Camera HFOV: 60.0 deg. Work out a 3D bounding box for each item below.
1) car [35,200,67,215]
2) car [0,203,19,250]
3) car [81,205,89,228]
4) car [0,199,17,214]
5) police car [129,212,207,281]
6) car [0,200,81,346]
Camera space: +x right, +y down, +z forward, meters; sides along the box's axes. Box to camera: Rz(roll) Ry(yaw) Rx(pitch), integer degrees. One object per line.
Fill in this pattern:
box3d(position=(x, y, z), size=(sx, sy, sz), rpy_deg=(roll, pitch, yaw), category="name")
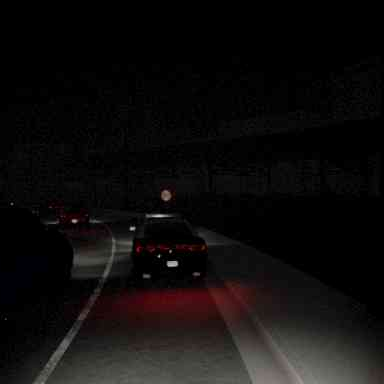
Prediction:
box3d(position=(-15.432, 1.622, 36.273), size=(2.033, 1.411, 5.357), rpy_deg=(-1, 0, -36), category="car")
box3d(position=(-8.570, 1.379, 12.996), size=(2.097, 1.767, 4.553), rpy_deg=(0, 0, -12), category="car")
box3d(position=(-7.810, 1.552, 21.965), size=(1.812, 1.442, 4.674), rpy_deg=(0, 0, -20), category="car")
box3d(position=(-22.401, 1.642, 39.107), size=(2.128, 1.511, 4.902), rpy_deg=(-1, 0, -42), category="car")
box3d(position=(-0.852, 1.422, 10.087), size=(1.930, 1.638, 5.238), rpy_deg=(0, 0, -9), category="police car")
box3d(position=(-3.772, 1.223, 5.705), size=(2.150, 2.045, 5.566), rpy_deg=(0, -1, -5), category="car")
